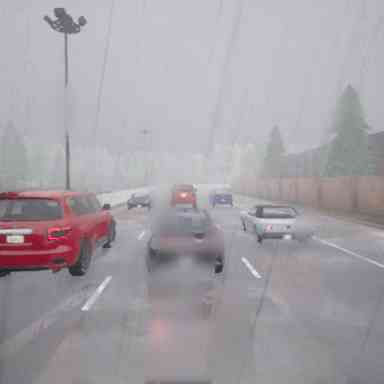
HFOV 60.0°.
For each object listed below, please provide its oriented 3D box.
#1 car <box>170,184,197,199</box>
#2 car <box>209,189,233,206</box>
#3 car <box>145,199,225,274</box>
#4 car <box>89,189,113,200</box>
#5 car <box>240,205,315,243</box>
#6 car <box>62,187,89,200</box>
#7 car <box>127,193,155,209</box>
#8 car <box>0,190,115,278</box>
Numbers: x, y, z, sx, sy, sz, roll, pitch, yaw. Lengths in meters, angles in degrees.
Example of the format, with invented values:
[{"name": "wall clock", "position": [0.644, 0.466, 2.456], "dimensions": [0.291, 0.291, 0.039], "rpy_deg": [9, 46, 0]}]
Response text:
[{"name": "car", "position": [-0.736, 0.325, 29.126], "dimensions": [2.150, 2.045, 5.566], "rpy_deg": [0, 2, -1]}, {"name": "car", "position": [2.692, 0.489, 31.781], "dimensions": [1.882, 1.535, 5.008], "rpy_deg": [0, 2, -2]}, {"name": "car", "position": [-0.187, 1.196, 9.536], "dimensions": [2.128, 1.511, 4.902], "rpy_deg": [0, 2, -1]}, {"name": "car", "position": [-11.835, 0.302, 43.482], "dimensions": [1.895, 1.301, 4.718], "rpy_deg": [0, 2, -2]}, {"name": "car", "position": [3.218, 1.169, 13.581], "dimensions": [1.895, 1.301, 4.718], "rpy_deg": [0, 2, -1]}, {"name": "car", "position": [-15.354, 0.168, 44.190], "dimensions": [1.882, 1.535, 5.008], "rpy_deg": [0, 2, -1]}, {"name": "car", "position": [-4.218, 0.741, 28.352], "dimensions": [1.895, 1.301, 4.718], "rpy_deg": [0, 2, -1]}, {"name": "car", "position": [-3.678, 0.943, 9.393], "dimensions": [2.150, 2.045, 5.566], "rpy_deg": [0, 2, -3]}]
